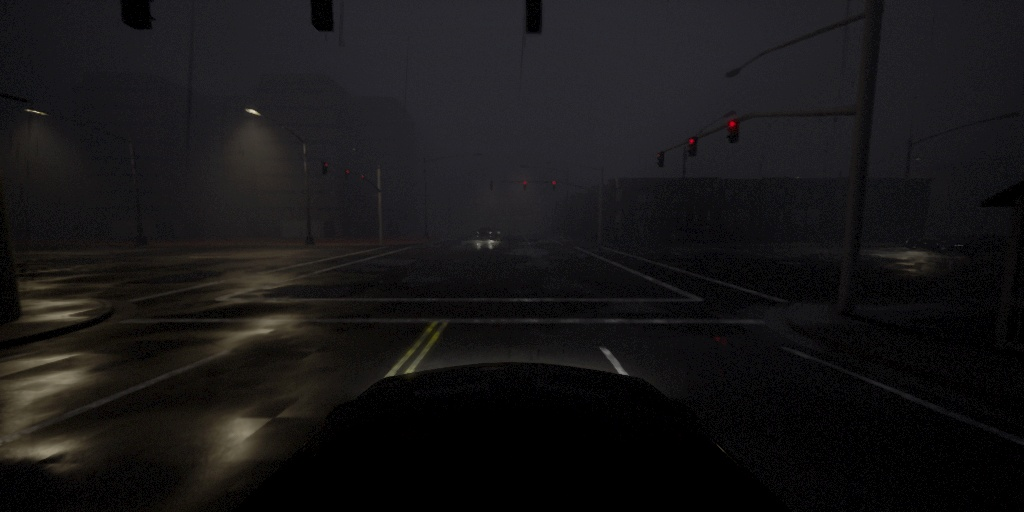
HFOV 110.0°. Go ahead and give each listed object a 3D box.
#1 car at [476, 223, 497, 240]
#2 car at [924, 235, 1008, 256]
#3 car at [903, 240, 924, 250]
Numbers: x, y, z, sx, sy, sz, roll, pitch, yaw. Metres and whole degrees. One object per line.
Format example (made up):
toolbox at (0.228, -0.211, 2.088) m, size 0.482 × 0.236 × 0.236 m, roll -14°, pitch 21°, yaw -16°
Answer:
car at (-3.510, -3.086, 47.215) m, size 2.097 × 1.767 × 4.553 m, roll 0°, pitch 5°, yaw 0°
car at (34.185, -0.821, 26.349) m, size 4.902 × 1.511 × 2.128 m, roll 0°, pitch 6°, yaw 0°
car at (35.759, -1.058, 29.833) m, size 4.718 × 1.301 × 1.895 m, roll 0°, pitch 6°, yaw 0°
